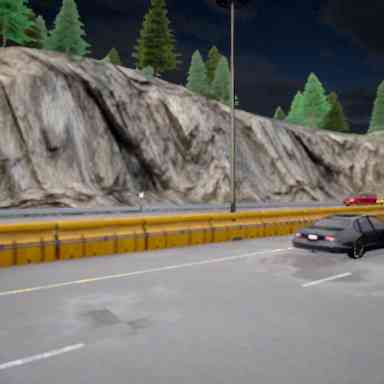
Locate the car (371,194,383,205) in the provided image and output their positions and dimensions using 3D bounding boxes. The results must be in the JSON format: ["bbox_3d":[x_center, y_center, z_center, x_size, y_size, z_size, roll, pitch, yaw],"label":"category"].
[{"bbox_3d":[27.631,1.370,45.996,5.008,1.535,1.882,0,0,-24],"label":"car"}]

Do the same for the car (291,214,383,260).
[{"bbox_3d":[6.015,1.521,12.378,5.357,1.411,2.033,0,0,-35],"label":"car"}]

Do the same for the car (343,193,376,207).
[{"bbox_3d":[24.643,1.116,48.486,5.566,2.045,2.150,0,0,-25],"label":"car"}]
